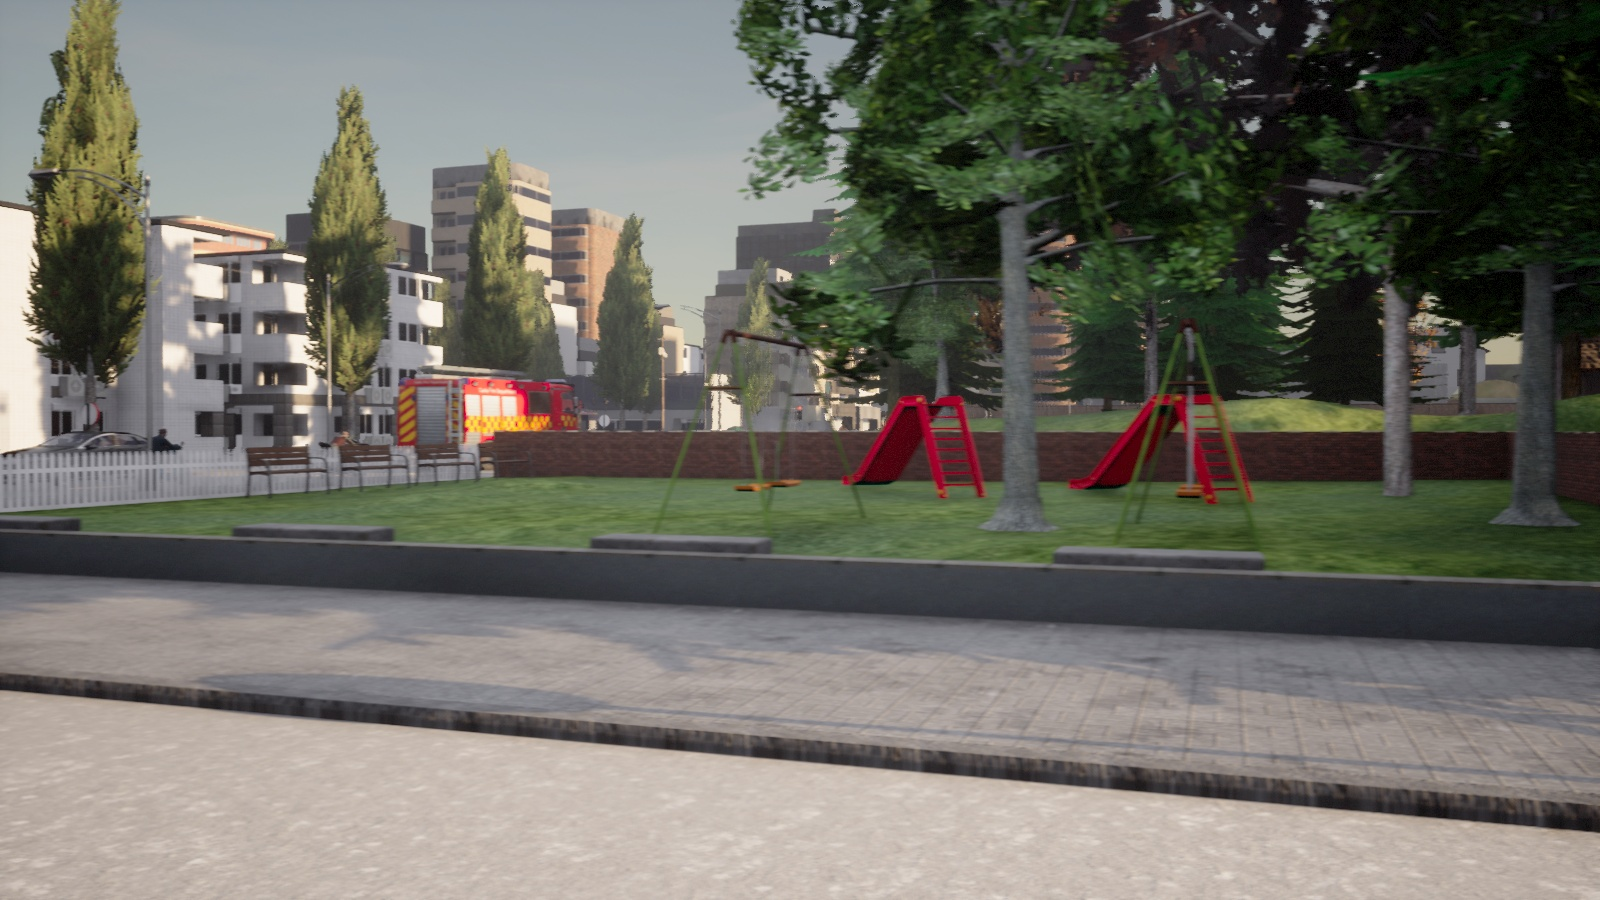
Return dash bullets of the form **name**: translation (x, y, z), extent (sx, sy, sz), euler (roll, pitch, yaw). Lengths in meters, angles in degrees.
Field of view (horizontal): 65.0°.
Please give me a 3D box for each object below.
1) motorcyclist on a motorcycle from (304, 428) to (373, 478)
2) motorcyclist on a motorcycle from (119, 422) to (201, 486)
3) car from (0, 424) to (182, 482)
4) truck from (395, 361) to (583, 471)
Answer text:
- **motorcyclist on a motorcycle**: translation (-14.563, 0.074, 39.731), extent (0.866, 1.530, 2.191), euler (1, 1, 19)
- **motorcyclist on a motorcycle**: translation (-16.822, 0.089, 33.059), extent (0.866, 1.590, 1.817), euler (1, 3, 19)
- **car**: translation (-20.231, 0.029, 35.466), extent (2.128, 1.511, 4.902), euler (1, 1, 19)
- **truck**: translation (-11.672, -1.250, 48.214), extent (2.891, 3.827, 8.468), euler (1, 1, 19)
